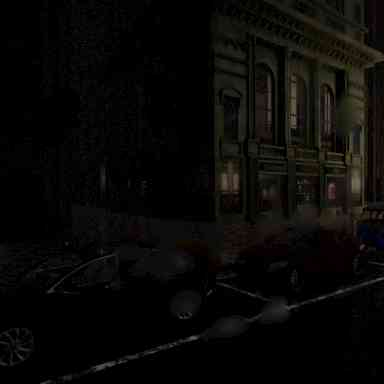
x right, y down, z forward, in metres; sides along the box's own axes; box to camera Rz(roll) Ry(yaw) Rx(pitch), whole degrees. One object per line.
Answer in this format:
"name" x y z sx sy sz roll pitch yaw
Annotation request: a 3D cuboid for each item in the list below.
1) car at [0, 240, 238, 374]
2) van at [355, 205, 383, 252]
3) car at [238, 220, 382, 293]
"car" -1.590 1.551 5.522 4.403 1.369 2.008 0 0 -36
"van" 7.578 1.342 12.084 3.998 1.788 1.690 0 0 -36
"car" 2.995 1.582 8.803 4.206 1.307 1.802 0 0 -36
